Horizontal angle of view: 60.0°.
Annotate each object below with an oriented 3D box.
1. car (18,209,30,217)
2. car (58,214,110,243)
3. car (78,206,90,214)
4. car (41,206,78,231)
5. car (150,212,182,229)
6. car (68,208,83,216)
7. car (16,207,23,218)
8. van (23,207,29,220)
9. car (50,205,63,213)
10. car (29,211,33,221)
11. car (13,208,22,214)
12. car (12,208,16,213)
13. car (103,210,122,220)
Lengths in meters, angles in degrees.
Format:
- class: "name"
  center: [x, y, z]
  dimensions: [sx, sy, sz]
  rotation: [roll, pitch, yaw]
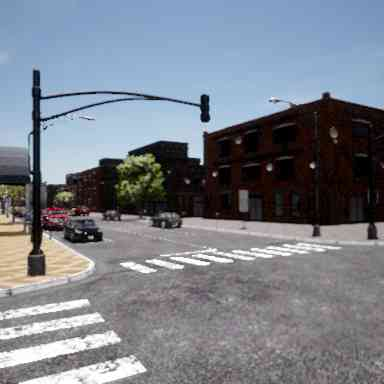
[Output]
- class: "car"
  center: [-32.317, 3.955, 64.043]
  dimensions: [1.752, 1.417, 4.829]
  rotation: [-1, -1, -31]
- class: "car"
  center: [-7.045, 2.373, 21.343]
  dimensions: [1.947, 1.339, 4.313]
  rotation: [-1, -1, -31]
- class: "car"
  center: [-19.544, 3.403, 58.965]
  dimensions: [2.192, 1.841, 5.009]
  rotation: [-1, -1, -31]
- class: "car"
  center: [-12.316, 2.461, 30.244]
  dimensions: [2.192, 1.841, 5.009]
  rotation: [-1, -1, -31]
- class: "car"
  center: [-2.447, 2.554, 30.508]
  dimensions: [2.008, 1.369, 4.403]
  rotation: [-1, -1, -31]
- class: "car"
  center: [-22.454, 3.799, 63.860]
  dimensions: [1.752, 1.417, 4.829]
  rotation: [-1, -1, -31]
- class: "car"
  center: [-29.579, 3.570, 59.440]
  dimensions: [2.192, 1.841, 5.009]
  rotation: [-1, -1, -31]
- class: "van"
  center: [-23.919, 3.235, 49.933]
  dimensions: [1.690, 1.788, 3.998]
  rotation: [-1, -1, -31]
- class: "car"
  center: [-33.693, 4.306, 82.730]
  dimensions: [2.192, 1.841, 5.009]
  rotation: [-1, -1, -31]
- class: "car"
  center: [-17.894, 2.948, 39.794]
  dimensions: [1.967, 1.590, 4.097]
  rotation: [-1, -1, -31]
- class: "car"
  center: [-43.636, 4.678, 83.056]
  dimensions: [1.752, 1.417, 4.829]
  rotation: [-1, -1, -31]
- class: "car"
  center: [-38.063, 4.341, 73.695]
  dimensions: [1.887, 1.381, 4.507]
  rotation: [-1, -1, -31]
- class: "car"
  center: [-10.662, 3.073, 44.075]
  dimensions: [2.008, 1.369, 4.403]
  rotation: [-1, -1, -31]
